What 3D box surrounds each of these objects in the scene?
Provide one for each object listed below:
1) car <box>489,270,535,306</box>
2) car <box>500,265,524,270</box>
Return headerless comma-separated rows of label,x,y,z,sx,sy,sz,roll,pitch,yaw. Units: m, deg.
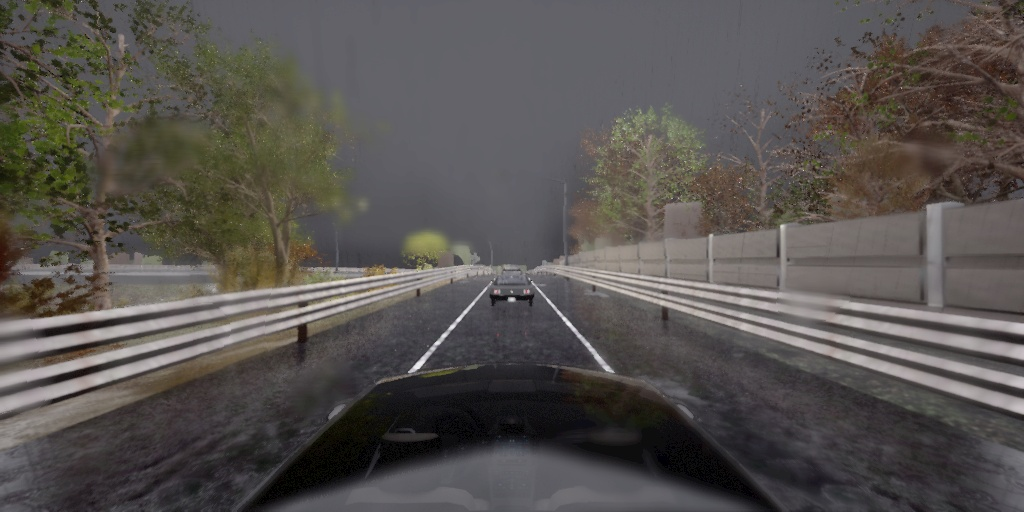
car,-0.002,1.495,16.752,1.895,1.301,4.718,0,-1,0
car,-0.005,1.533,31.957,2.128,1.511,4.902,0,0,0
